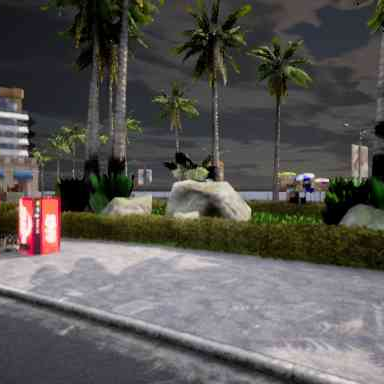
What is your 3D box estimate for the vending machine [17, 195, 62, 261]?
[{"bbox_3d":[-5.241,1.177,11.446,0.880,2.100,1.100,0,0,28],"label":"vending machine"}]
